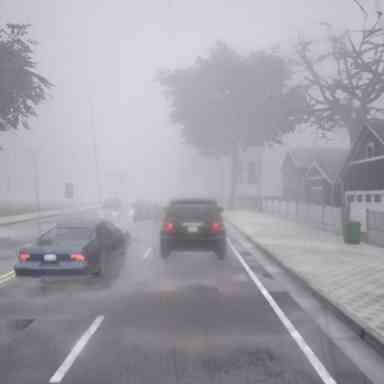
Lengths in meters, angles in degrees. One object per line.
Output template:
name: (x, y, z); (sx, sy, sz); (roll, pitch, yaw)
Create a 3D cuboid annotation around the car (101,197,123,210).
car: (-9.824, 1.457, 41.080); (1.837, 1.490, 4.892); (0, 0, 0)

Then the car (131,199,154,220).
car: (-3.211, 1.516, 25.073); (2.033, 1.411, 5.357); (0, 0, 1)

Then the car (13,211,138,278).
car: (-3.210, 1.533, 10.088); (2.033, 1.411, 5.357); (0, 0, 1)

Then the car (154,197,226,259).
car: (0.060, 1.205, 12.687); (2.150, 2.045, 5.566); (0, 0, 1)

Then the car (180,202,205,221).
car: (0.060, 1.566, 27.431); (1.895, 1.301, 4.718); (0, 0, 0)
